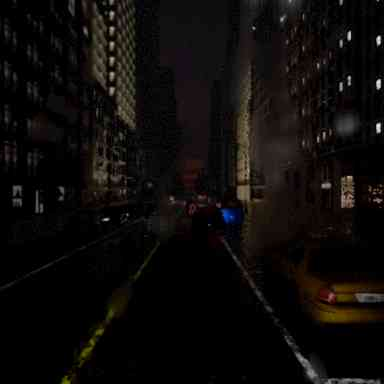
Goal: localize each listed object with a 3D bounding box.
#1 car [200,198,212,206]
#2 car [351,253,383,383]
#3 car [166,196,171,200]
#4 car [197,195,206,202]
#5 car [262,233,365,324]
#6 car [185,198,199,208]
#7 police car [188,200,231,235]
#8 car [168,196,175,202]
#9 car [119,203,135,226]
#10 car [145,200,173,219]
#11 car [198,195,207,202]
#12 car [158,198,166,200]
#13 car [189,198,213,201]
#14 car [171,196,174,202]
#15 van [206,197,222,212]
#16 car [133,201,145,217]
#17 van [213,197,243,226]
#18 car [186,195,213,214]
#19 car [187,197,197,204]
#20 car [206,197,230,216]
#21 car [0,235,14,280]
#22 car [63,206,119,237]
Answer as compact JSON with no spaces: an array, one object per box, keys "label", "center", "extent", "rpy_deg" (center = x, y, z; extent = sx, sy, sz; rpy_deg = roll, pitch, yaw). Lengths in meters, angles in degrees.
[{"label":"car","center":[2.677,1.828,63.950],"extent":[2.008,1.369,4.403],"rpy_deg":[-1,0,0]},{"label":"car","center":[2.681,1.447,1.432],"extent":[1.967,1.590,4.097],"rpy_deg":[-1,0,0]},{"label":"car","center":[-5.704,1.828,63.950],"extent":[2.008,1.369,4.403],"rpy_deg":[-1,0,0]},{"label":"car","center":[2.672,1.714,92.370],"extent":[2.192,1.841,5.009],"rpy_deg":[-1,0,0]},{"label":"car","center":[2.681,1.558,7.285],"extent":[1.752,1.417,4.829],"rpy_deg":[-1,0,0]},{"label":"car","center":[-0.006,1.733,55.522],"extent":[2.128,1.511,4.902],"rpy_deg":[0,0,0]},{"label":"police car","center":[0.897,1.511,19.622],"extent":[1.930,1.638,5.238],"rpy_deg":[0,0,0]},{"label":"car","center":[-5.706,1.923,92.198],"extent":[1.752,1.417,4.829],"rpy_deg":[-1,0,0]},{"label":"car","center":[-5.700,1.672,24.165],"extent":[1.947,1.339,4.313],"rpy_deg":[-1,0,0]},{"label":"car","center":[-3.101,1.696,30.238],"extent":[1.994,1.385,4.181],"rpy_deg":[0,0,0]},{"label":"car","center":[2.673,1.690,86.686],"extent":[2.192,1.841,5.009],"rpy_deg":[-1,0,0]},{"label":"car","center":[-5.703,1.780,52.583],"extent":[2.008,1.369,4.403],"rpy_deg":[-1,0,0]},{"label":"car","center":[0.897,1.607,29.512],"extent":[1.882,1.535,5.008],"rpy_deg":[0,0,0]},{"label":"car","center":[-5.704,1.908,75.317],"extent":[1.802,1.307,4.206],"rpy_deg":[-1,0,0]},{"label":"van","center":[2.677,1.521,41.217],"extent":[1.690,1.788,3.998],"rpy_deg":[-1,0,0]},{"label":"car","center":[-5.701,1.675,29.849],"extent":[1.887,1.381,4.507],"rpy_deg":[-1,0,0]},{"label":"van","center":[2.678,1.447,24.167],"extent":[1.690,1.788,3.998],"rpy_deg":[-1,0,0]},{"label":"car","center":[0.535,1.505,35.388],"extent":[2.097,1.767,4.553],"rpy_deg":[0,0,-6]},{"label":"car","center":[-0.006,1.791,70.551],"extent":[1.895,1.301,4.718],"rpy_deg":[0,0,0]},{"label":"car","center":[2.677,1.470,35.534],"extent":[2.192,1.841,5.009],"rpy_deg":[-1,0,0]},{"label":"car","center":[-5.700,1.472,7.115],"extent":[1.967,1.590,4.097],"rpy_deg":[-1,0,0]},{"label":"car","center":[-5.700,1.632,18.481],"extent":[2.008,1.369,4.403],"rpy_deg":[-1,0,0]}]
